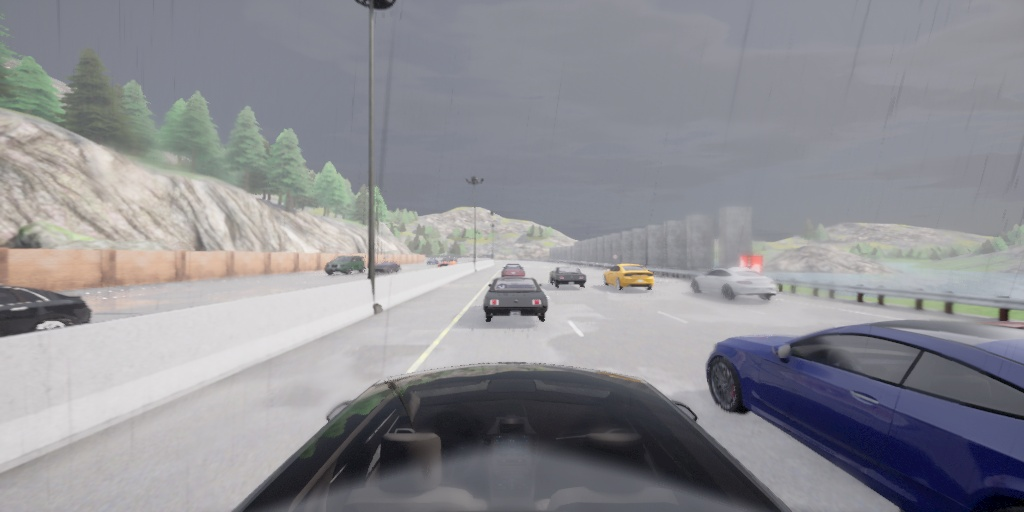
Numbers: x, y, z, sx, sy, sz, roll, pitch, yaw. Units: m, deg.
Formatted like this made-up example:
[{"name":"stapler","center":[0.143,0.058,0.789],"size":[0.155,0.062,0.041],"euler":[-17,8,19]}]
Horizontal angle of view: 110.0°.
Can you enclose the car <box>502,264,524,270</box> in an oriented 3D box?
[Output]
[{"name":"car","center":[0.097,1.315,30.314],"size":[1.994,1.385,4.181],"euler":[0,0,0]}]

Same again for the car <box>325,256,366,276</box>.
[{"name":"car","center":[-17.567,0.975,38.163],"size":[2.150,2.045,5.566],"euler":[0,0,1]}]

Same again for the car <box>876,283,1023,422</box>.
[{"name":"car","center":[7.100,1.228,3.560],"size":[1.882,1.535,5.008],"euler":[0,0,0]}]

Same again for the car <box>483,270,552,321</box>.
[{"name":"car","center":[0.101,1.351,12.422],"size":[1.895,1.301,4.718],"euler":[0,0,0]}]

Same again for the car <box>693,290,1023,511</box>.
[{"name":"car","center":[3.601,1.276,3.054],"size":[1.812,1.442,4.674],"euler":[0,0,0]}]

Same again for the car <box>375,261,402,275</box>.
[{"name":"car","center":[-14.055,1.299,40.394],"size":[2.033,1.411,5.357],"euler":[0,0,1]}]

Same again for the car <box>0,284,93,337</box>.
[{"name":"car","center":[-10.600,1.257,6.162],"size":[1.837,1.490,4.892],"euler":[0,0,0]}]

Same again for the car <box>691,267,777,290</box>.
[{"name":"car","center":[10.600,1.276,17.443],"size":[1.812,1.442,4.674],"euler":[0,0,0]}]

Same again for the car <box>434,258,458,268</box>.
[{"name":"car","center":[-10.214,1.104,56.336],"size":[2.097,1.767,4.553],"euler":[0,0,2]}]

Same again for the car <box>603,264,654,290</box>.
[{"name":"car","center":[7.099,1.228,22.293],"size":[1.882,1.535,5.008],"euler":[0,0,0]}]

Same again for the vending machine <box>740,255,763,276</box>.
[{"name":"vending machine","center":[15.498,0.946,23.229],"size":[1.100,2.100,0.880],"euler":[0,0,0]}]

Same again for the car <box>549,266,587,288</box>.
[{"name":"car","center":[3.599,1.352,23.949],"size":[1.895,1.301,4.718],"euler":[0,0,0]}]
